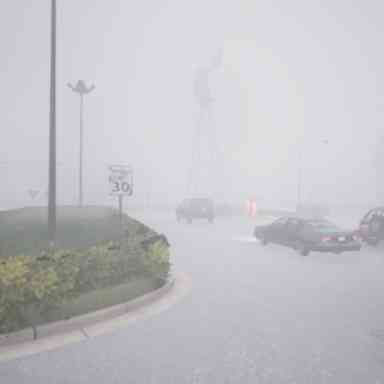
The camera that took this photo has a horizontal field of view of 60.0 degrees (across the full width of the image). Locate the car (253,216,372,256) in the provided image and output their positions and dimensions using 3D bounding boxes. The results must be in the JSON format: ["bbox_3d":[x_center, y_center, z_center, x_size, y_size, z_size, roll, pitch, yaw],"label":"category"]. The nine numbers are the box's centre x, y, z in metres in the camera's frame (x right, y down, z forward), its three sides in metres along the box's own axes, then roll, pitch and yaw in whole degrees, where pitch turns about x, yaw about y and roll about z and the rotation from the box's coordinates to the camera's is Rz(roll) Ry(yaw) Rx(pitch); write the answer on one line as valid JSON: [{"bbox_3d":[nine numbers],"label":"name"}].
[{"bbox_3d":[4.544,1.720,14.088,2.033,1.411,5.357,0,-1,-17],"label":"car"}]

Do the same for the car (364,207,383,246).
[{"bbox_3d":[9.703,1.505,14.712,4.605,1.855,1.932,0,-1,-17],"label":"car"}]

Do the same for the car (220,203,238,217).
[{"bbox_3d":[2.984,1.935,36.162,3.905,1.438,1.784,0,-1,-17],"label":"car"}]

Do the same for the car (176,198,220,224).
[{"bbox_3d":[0.201,1.537,28.462,2.150,2.045,5.566,0,-1,-17],"label":"car"}]

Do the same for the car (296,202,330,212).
[{"bbox_3d":[14.945,2.011,41.049,4.193,1.474,1.816,0,-1,-17],"label":"car"}]

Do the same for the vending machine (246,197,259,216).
[{"bbox_3d":[6.740,1.631,37.079,1.100,2.100,0.880,0,-1,-17],"label":"vending machine"}]
